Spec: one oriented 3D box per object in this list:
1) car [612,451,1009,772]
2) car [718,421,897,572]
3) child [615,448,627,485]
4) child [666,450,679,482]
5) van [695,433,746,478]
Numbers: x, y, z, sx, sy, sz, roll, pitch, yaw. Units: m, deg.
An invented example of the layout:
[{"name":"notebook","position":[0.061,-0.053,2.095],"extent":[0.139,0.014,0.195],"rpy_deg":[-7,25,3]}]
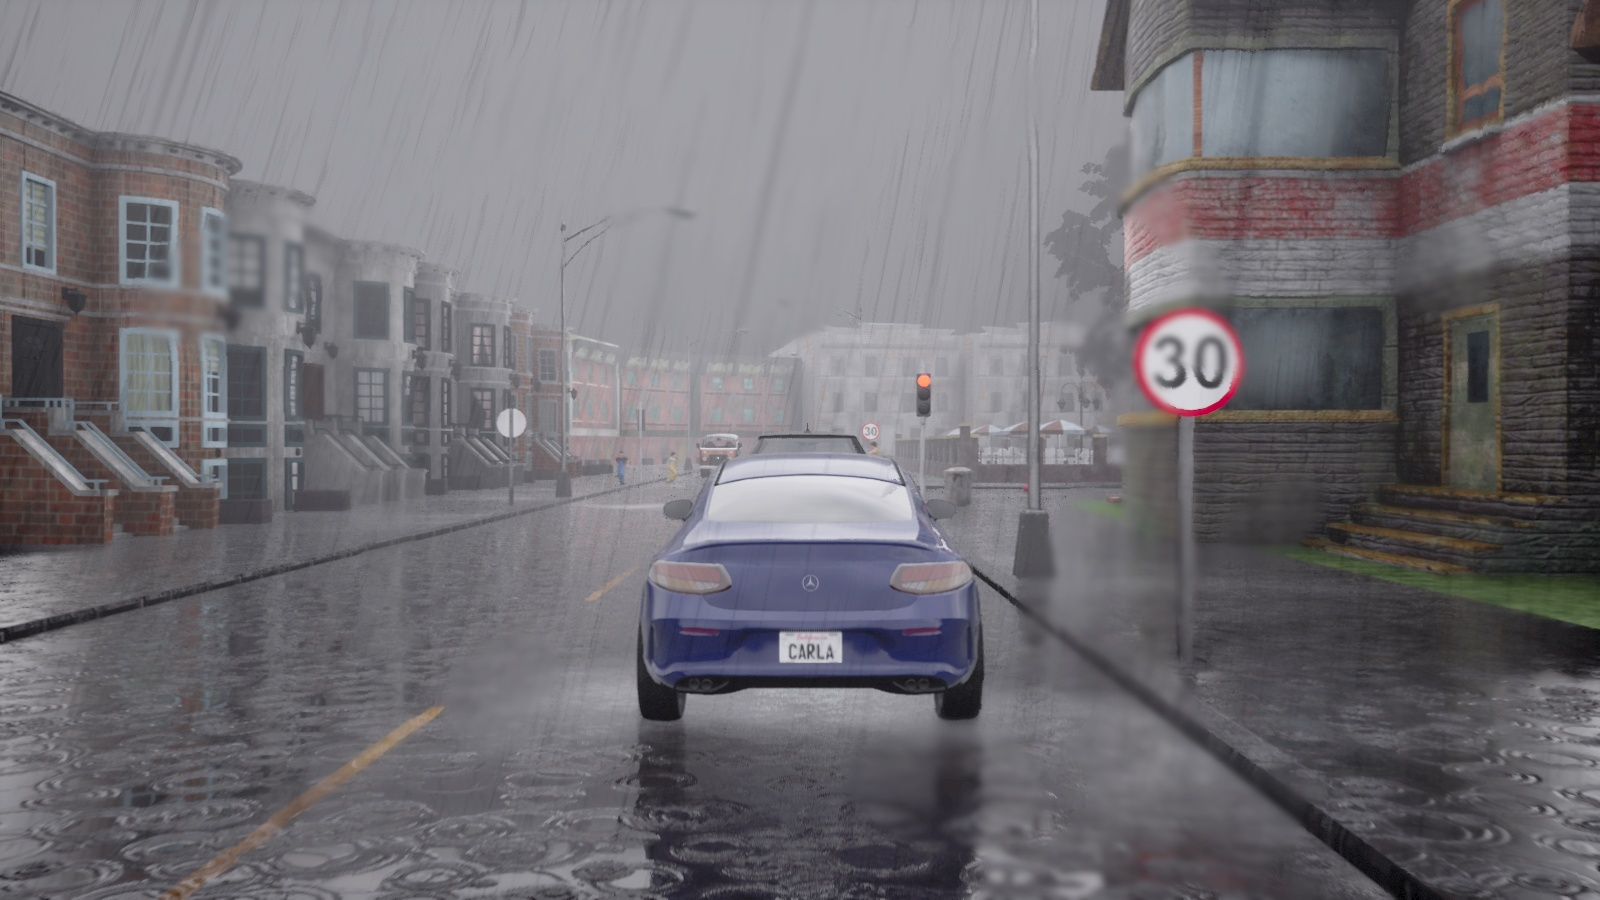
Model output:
[{"name":"car","position":[0.061,0.740,8.080],"extent":[1.812,1.442,4.674],"rpy_deg":[0,0,0]},{"name":"car","position":[0.106,0.538,16.990],"extent":[2.097,1.767,4.553],"rpy_deg":[0,0,0]},{"name":"child","position":[-6.188,0.559,43.453],"extent":[0.270,1.263,0.437],"rpy_deg":[0,0,10]},{"name":"child","position":[-4.971,0.619,48.805],"extent":[0.437,1.263,0.270],"rpy_deg":[0,0,16]},{"name":"van","position":[-3.680,0.234,58.708],"extent":[2.069,2.038,4.480],"rpy_deg":[0,0,0]}]
